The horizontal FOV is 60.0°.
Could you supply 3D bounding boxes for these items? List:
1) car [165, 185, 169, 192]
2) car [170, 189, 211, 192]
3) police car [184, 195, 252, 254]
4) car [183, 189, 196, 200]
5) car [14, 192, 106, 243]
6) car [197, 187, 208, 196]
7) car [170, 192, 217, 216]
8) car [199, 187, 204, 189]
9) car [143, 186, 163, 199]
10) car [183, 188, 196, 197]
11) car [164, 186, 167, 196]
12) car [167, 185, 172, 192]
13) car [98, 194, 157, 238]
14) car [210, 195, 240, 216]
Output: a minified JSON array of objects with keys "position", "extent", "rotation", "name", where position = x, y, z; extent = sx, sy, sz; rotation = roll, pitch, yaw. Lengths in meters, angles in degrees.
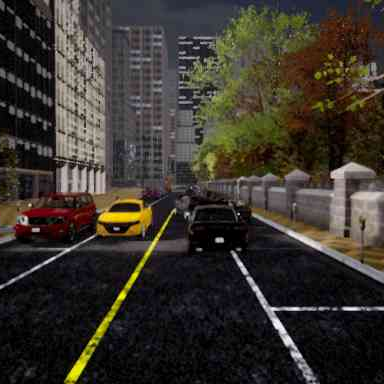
[{"position":[-5.966,-0.083,63.921],"extent":[1.752,1.417,4.829],"rotation":[0,1,-1],"name":"car"},{"position":[-0.031,0.794,28.382],"extent":[1.837,1.490,4.892],"rotation":[0,1,17],"name":"car"},{"position":[0.776,1.119,12.172],"extent":[1.930,1.638,5.238],"rotation":[0,1,0],"name":"police car"},{"position":[-0.341,0.346,47.044],"extent":[1.812,1.442,4.674],"rotation":[0,1,0],"name":"car"},{"position":[-5.526,0.958,14.232],"extent":[2.192,1.841,5.009],"rotation":[0,1,0],"name":"car"},{"position":[2.057,-0.173,64.087],"extent":[1.967,1.590,4.097],"rotation":[0,1,-1],"name":"car"},{"position":[0.092,0.958,21.792],"extent":[1.837,1.490,4.892],"rotation":[-1,2,-16],"name":"car"},{"position":[2.156,0.251,52.994],"extent":[1.802,1.307,4.206],"rotation":[0,1,-1],"name":"car"},{"position":[-5.820,0.124,47.469],"extent":[2.192,1.841,5.009],"rotation":[0,1,-1],"name":"car"},{"position":[-0.442,0.114,57.023],"extent":[2.033,1.411,5.357],"rotation":[0,1,-1],"name":"car"},{"position":[-5.919,0.110,58.553],"extent":[1.802,1.307,4.206],"rotation":[0,1,-1],"name":"car"},{"position":[-5.971,-0.721,80.703],"extent":[2.192,1.841,5.009],"rotation":[0,1,-1],"name":"car"},{"position":[-2.926,1.093,15.319],"extent":[1.882,1.535,5.008],"rotation":[0,1,0],"name":"car"},{"position":[2.403,0.949,25.255],"extent":[1.802,1.307,4.206],"rotation":[0,1,-1],"name":"car"}]
